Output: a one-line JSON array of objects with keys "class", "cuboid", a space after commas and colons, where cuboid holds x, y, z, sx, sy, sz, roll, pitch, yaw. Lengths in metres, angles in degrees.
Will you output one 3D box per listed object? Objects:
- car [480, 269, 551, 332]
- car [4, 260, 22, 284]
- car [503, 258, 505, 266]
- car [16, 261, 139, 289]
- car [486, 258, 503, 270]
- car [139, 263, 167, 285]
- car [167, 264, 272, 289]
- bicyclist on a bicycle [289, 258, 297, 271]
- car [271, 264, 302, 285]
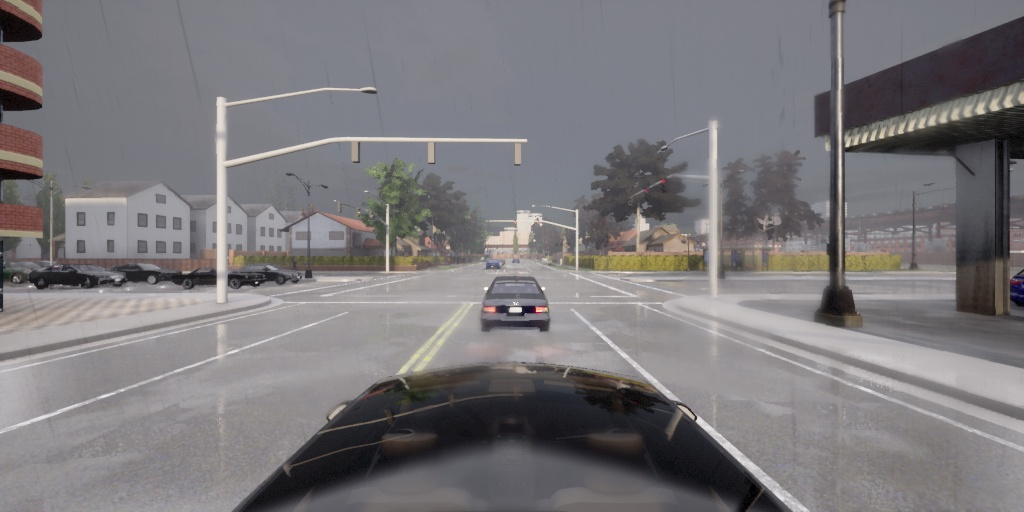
[{"class": "car", "cuboid": [0.085, 1.297, 10.837, 2.033, 1.411, 5.357, 0, 0, 0]}, {"class": "car", "cuboid": [-36.059, 1.102, 26.151, 4.553, 1.767, 2.097, 0, 0, 1]}, {"class": "car", "cuboid": [-2.734, 1.351, 63.144, 1.895, 1.301, 4.718, 0, 0, 1]}, {"class": "car", "cuboid": [-27.128, 1.241, 22.510, 4.902, 1.511, 2.128, 0, 0, 1]}, {"class": "car", "cuboid": [-2.823, 1.227, 53.596, 1.882, 1.535, 5.008, 0, 0, 1]}, {"class": "car", "cuboid": [-26.774, 1.228, 26.003, 5.008, 1.535, 1.882, 0, 0, 1]}, {"class": "car", "cuboid": [-18.096, 1.351, 22.354, 4.718, 1.301, 1.895, 0, 0, 1]}, {"class": "bicyclist on a bicycle", "cuboid": [-26.530, 1.051, 43.483, 0.582, 1.620, 1.656, 0, 0, 1]}, {"class": "car", "cuboid": [-17.712, 1.276, 25.880, 4.674, 1.442, 1.812, 0, 0, 1]}]
